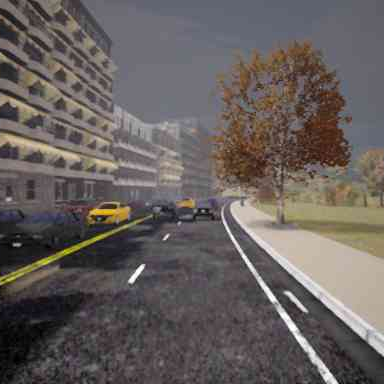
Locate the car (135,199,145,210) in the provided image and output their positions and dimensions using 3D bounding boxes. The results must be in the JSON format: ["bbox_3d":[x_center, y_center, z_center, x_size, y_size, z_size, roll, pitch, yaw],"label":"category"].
[{"bbox_3d":[-7.419,1.564,43.789,1.994,1.385,4.181,0,0,6],"label":"car"}]

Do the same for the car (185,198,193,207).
[{"bbox_3d":[-0.618,1.488,45.292,1.882,1.535,5.008,0,0,7],"label":"car"}]

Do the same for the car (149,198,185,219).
[{"bbox_3d":[-2.184,1.477,28.822,2.128,1.511,4.902,0,0,4],"label":"car"}]

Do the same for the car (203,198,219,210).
[{"bbox_3d":[2.606,1.541,44.912,1.812,1.442,4.674,0,0,7],"label":"car"}]

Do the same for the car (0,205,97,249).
[{"bbox_3d":[-6.231,1.528,14.703,2.033,1.411,5.357,0,0,2],"label":"car"}]

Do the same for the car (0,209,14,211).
[{"bbox_3d":[-9.423,1.524,15.987,2.033,1.411,5.357,0,0,2],"label":"car"}]

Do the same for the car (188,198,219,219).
[{"bbox_3d":[1.069,1.537,28.744,2.033,1.411,5.357,0,0,5],"label":"car"}]

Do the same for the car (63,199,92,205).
[{"bbox_3d":[-8.885,1.328,26.224,2.097,1.767,4.553,0,0,3],"label":"car"}]

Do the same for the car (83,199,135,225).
[{"bbox_3d":[-5.783,1.456,23.802,1.882,1.535,5.008,0,0,3],"label":"car"}]
